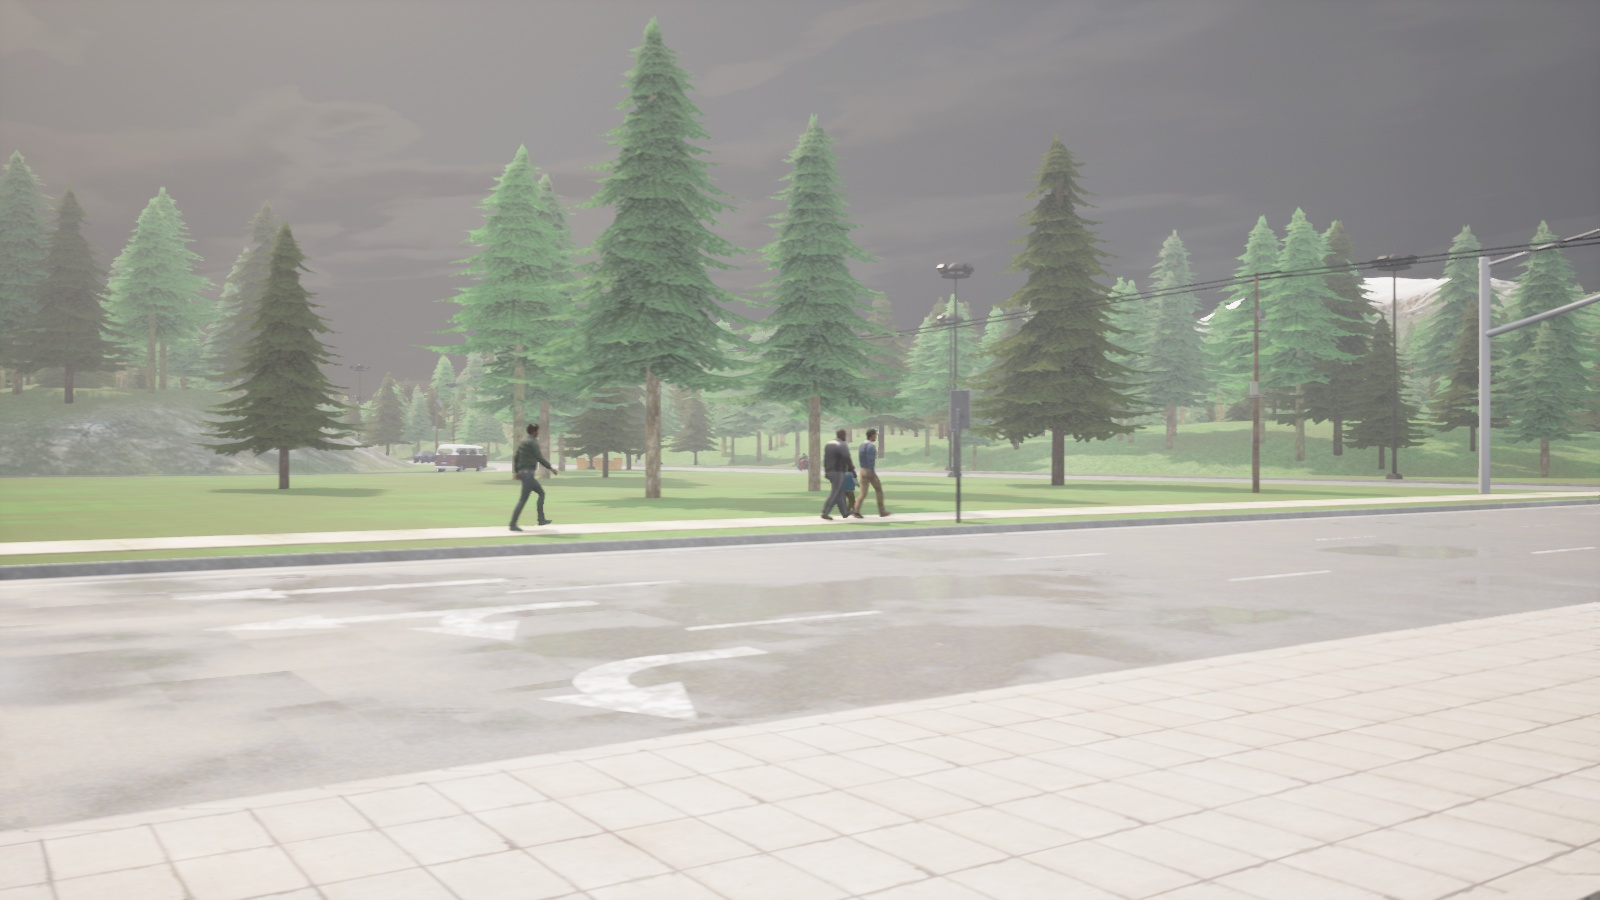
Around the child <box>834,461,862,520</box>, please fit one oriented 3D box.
[{"bbox_3d":[0.978,0.825,25.650,0.448,1.192,0.343,0,0,-34],"label":"child"}]

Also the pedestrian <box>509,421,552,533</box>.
[{"bbox_3d":[-4.508,0.445,20.976,0.614,1.847,0.353,0,0,-34],"label":"pedestrian"}]

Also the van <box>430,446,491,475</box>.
[{"bbox_3d":[-23.972,0.737,88.841,2.069,2.038,4.480,0,0,17],"label":"van"}]

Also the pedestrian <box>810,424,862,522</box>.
[{"bbox_3d":[0.697,0.442,24.443,0.849,1.883,0.563,0,0,-32],"label":"pedestrian"}]

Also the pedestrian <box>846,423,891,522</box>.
[{"bbox_3d":[1.357,0.442,24.960,0.788,1.949,0.423,0,0,-29],"label":"pedestrian"}]
